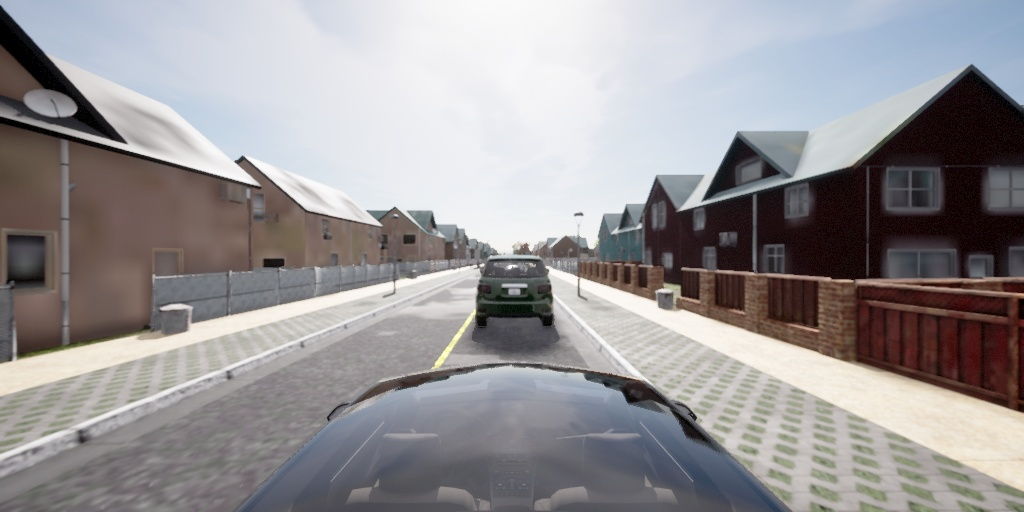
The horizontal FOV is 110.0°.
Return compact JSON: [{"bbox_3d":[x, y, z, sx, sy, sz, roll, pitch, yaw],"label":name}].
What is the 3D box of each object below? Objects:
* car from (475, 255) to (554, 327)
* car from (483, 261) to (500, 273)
[{"bbox_3d":[0.085,0.989,11.745,2.150,2.045,5.566,0,0,1],"label":"car"},{"bbox_3d":[-2.693,1.424,48.545,2.033,1.411,5.357,0,0,0],"label":"car"}]
